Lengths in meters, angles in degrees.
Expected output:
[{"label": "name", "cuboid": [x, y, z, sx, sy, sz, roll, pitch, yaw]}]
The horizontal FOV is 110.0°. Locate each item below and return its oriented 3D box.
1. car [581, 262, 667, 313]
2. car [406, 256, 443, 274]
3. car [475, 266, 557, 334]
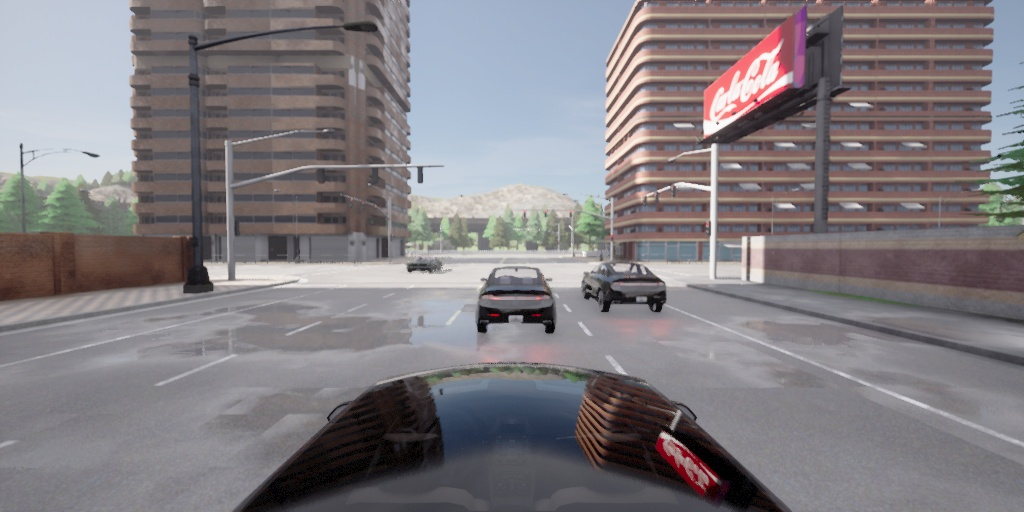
[{"label": "car", "cuboid": [3.657, 0.953, 12.448, 2.128, 1.511, 4.902, 0, 1, 1]}, {"label": "car", "cuboid": [-6.783, 0.651, 28.180, 1.895, 1.301, 4.718, 0, 2, 0]}, {"label": "car", "cuboid": [0.121, 1.025, 9.841, 2.128, 1.511, 4.902, 0, 1, 1]}]
